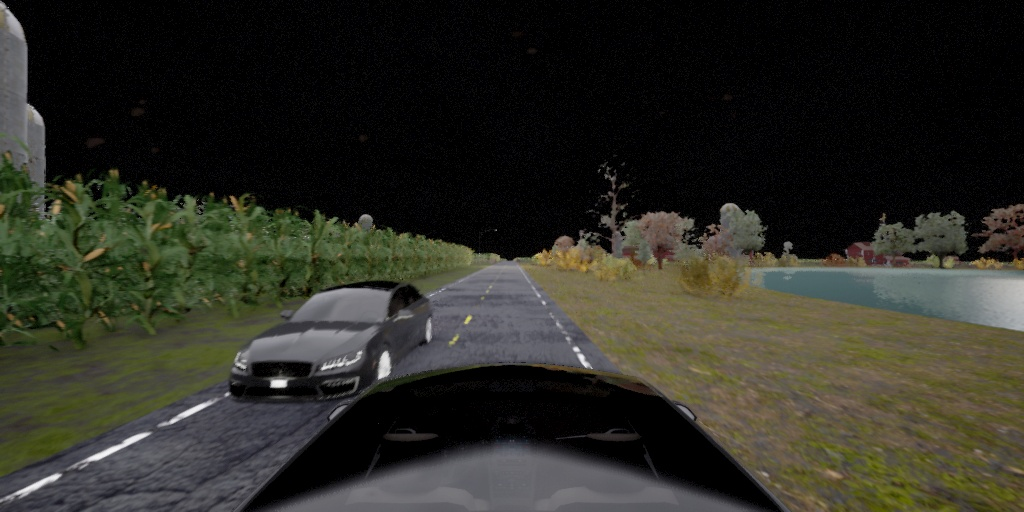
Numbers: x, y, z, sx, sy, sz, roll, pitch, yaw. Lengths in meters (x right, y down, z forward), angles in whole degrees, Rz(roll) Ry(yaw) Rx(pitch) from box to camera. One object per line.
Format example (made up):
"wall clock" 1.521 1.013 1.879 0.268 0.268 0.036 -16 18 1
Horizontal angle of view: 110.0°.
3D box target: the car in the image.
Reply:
"car" -2.754 1.259 6.661 1.837 1.490 4.892 0 0 0
